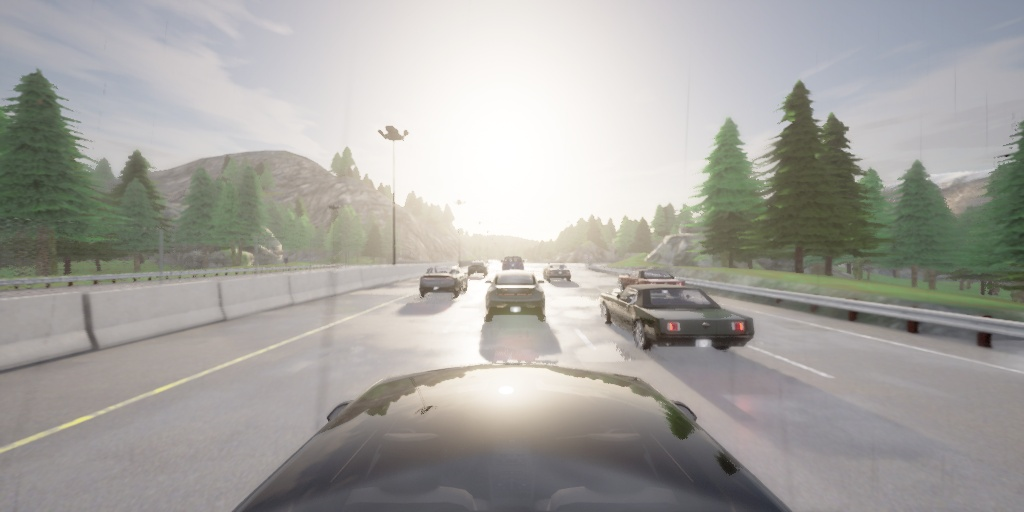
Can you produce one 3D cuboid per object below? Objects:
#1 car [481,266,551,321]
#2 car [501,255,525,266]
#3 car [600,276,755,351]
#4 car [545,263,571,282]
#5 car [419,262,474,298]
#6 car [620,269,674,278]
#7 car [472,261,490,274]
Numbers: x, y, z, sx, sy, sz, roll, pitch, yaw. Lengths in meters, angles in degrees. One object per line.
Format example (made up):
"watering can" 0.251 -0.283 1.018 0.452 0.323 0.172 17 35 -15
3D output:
"car" 0.101 1.253 12.515 1.837 1.490 4.892 0 0 0
"car" 0.087 0.966 35.989 2.150 2.045 5.566 0 0 0
"car" 3.601 1.350 8.951 1.895 1.301 4.718 0 0 0
"car" 3.599 1.293 29.259 2.033 1.411 5.357 0 0 0
"car" -3.398 1.240 18.464 2.128 1.511 4.902 0 0 0
"car" 7.102 1.348 18.802 1.895 1.301 4.718 0 0 0
"car" -3.415 1.249 36.576 1.837 1.490 4.892 0 0 0
